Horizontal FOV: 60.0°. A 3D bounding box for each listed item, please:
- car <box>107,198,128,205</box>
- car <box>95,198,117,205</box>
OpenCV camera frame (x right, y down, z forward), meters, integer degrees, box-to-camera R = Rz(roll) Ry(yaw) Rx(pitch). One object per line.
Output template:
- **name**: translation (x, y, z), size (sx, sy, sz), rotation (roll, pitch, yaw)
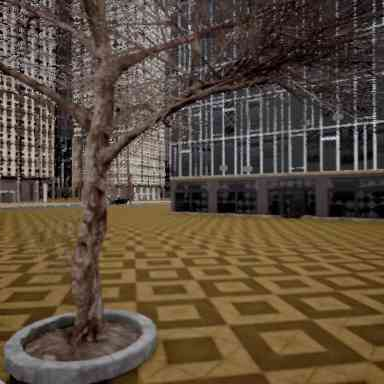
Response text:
- **car**: translation (-15.583, 1.939, 69.341), size (2.128, 1.511, 4.902), rotation (0, -1, 33)
- **car**: translation (-18.340, 1.959, 71.063), size (1.812, 1.442, 4.674), rotation (0, -1, 33)
